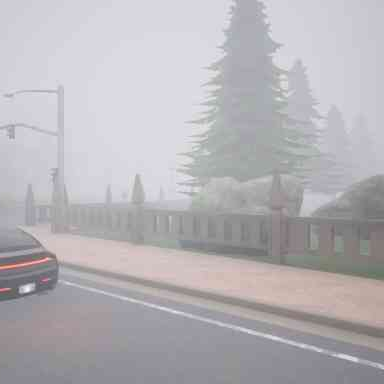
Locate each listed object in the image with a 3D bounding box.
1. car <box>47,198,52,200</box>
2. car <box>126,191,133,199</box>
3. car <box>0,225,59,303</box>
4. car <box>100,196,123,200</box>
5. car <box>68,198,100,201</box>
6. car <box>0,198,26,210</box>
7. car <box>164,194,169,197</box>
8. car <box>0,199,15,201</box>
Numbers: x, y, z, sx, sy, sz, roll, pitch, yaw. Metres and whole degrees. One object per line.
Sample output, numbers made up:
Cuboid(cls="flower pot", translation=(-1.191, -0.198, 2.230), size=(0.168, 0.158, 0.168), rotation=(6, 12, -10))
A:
Cuboid(cls="car", translation=(-21.237, 1.505, 51.778), size=(1.837, 1.490, 4.892), rotation=(0, 0, 36))
Cuboid(cls="car", translation=(-11.883, 0.861, 64.830), size=(2.150, 2.045, 5.566), rotation=(0, 3, 36))
Cuboid(cls="car", translation=(-4.960, 1.505, 7.473), size=(4.892, 1.490, 1.837), rotation=(0, 0, 36))
Cuboid(cls="car", translation=(-14.401, 1.452, 55.333), size=(2.128, 1.511, 4.902), rotation=(0, 1, 35))
Cuboid(cls="car", translation=(-15.936, 1.526, 47.158), size=(1.812, 1.442, 4.674), rotation=(0, 0, 36))
Cuboid(cls="car", translation=(-24.032, 1.547, 41.870), size=(2.033, 1.411, 5.357), rotation=(0, 0, 36))
Cuboid(cls="car", translation=(-3.525, 0.870, 64.476), size=(1.837, 1.490, 4.892), rotation=(0, 4, 36))
Cuboid(cls="car", translation=(-22.651, 1.564, 37.796), size=(1.994, 1.385, 4.181), rotation=(0, 0, 36))
